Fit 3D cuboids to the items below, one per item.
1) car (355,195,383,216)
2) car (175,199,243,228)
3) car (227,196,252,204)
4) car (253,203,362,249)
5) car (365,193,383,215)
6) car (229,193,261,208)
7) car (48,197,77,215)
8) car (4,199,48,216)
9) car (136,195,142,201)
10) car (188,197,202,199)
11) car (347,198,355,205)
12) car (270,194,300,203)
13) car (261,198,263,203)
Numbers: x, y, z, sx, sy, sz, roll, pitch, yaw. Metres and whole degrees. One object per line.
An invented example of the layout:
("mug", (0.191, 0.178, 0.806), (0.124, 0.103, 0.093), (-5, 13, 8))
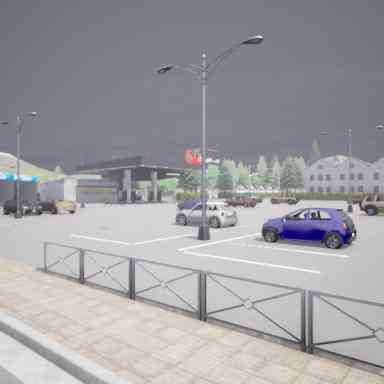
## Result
("car", (16.616, 1.101, 27.831), (4.605, 1.855, 1.932), (0, 0, 40))
("car", (0.837, 1.392, 20.647), (3.806, 1.475, 1.970), (0, 0, 40))
("car", (8.398, 1.381, 59.077), (3.806, 1.475, 1.970), (0, 0, 40))
("car", (4.645, 1.377, 13.616), (3.633, 1.501, 1.845), (0, 0, 40))
("car", (18.154, 1.081, 30.330), (3.866, 1.878, 1.905), (0, 0, 40))
("car", (6.447, 1.313, 44.559), (4.514, 1.523, 2.007), (0, 0, 40))
("car", (-13.435, 1.350, 32.678), (5.027, 1.636, 2.152), (0, 0, 40))
("car", (-15.398, 1.359, 30.231), (4.514, 1.523, 2.007), (0, 0, 40))
("car", (-14.828, 1.521, 83.375), (2.242, 1.667, 4.611), (0, 0, 40))
("car", (0.034, 1.335, 36.896), (3.633, 1.501, 1.845), (0, 0, 40))
("car", (27.085, 1.307, 52.643), (4.514, 1.523, 2.007), (0, 0, 40))
("car", (14.948, 1.112, 53.692), (4.605, 1.855, 1.932), (0, 0, 40))
("car", (10.991, 1.097, 61.246), (3.866, 1.878, 1.905), (0, 0, 40))
